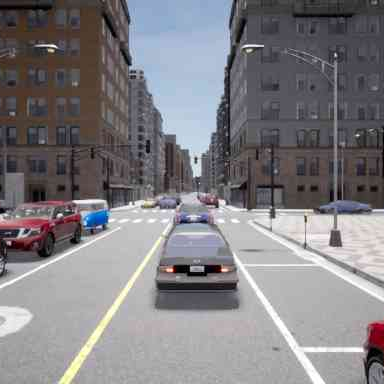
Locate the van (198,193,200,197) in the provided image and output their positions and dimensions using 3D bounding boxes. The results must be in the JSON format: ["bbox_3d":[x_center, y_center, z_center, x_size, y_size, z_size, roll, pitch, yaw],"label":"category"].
[{"bbox_3d":[2.592,1.233,62.669,1.690,1.788,3.998,0,0,0],"label":"van"}]

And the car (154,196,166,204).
[{"bbox_3d":[-5.934,1.418,62.510,1.752,1.417,4.829,0,0,0],"label":"car"}]

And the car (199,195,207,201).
[{"bbox_3d":[2.570,1.425,79.639,1.802,1.307,4.206,0,0,0],"label":"car"}]

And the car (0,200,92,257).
[{"bbox_3d":[-5.874,1.315,13.058,2.192,1.841,5.009,0,0,0],"label":"car"}]

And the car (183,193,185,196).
[{"bbox_3d":[-3.099,1.370,67.633,2.128,1.511,4.902,0,0,0],"label":"car"}]

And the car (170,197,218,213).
[{"bbox_3d":[0.071,1.350,18.468,2.097,1.767,4.553,0,0,0],"label":"car"}]

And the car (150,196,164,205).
[{"bbox_3d":[-5.927,1.433,56.855,1.752,1.417,4.829,0,0,0],"label":"car"}]

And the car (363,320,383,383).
[{"bbox_3d":[2.666,1.545,1.764,1.887,1.381,4.507,0,0,0],"label":"car"}]

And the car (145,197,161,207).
[{"bbox_3d":[-5.920,1.489,51.371,1.947,1.339,4.313,0,0,0],"label":"car"}]

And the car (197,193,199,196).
[{"bbox_3d":[2.577,1.385,74.152,1.752,1.417,4.829,0,0,0],"label":"car"}]

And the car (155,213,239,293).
[{"bbox_3d":[0.091,1.547,8.995,2.033,1.411,5.357,0,0,0],"label":"car"}]

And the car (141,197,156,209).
[{"bbox_3d":[-5.913,1.463,45.546,1.752,1.417,4.829,0,0,0],"label":"car"}]

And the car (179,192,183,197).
[{"bbox_3d":[-3.165,1.136,54.753,2.150,2.045,5.566,0,0,1],"label":"car"}]

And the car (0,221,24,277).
[{"bbox_3d":[-5.867,1.566,7.418,1.947,1.339,4.313,0,0,0],"label":"car"}]

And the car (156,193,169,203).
[{"bbox_3d":[-5.941,1.191,68.335,2.192,1.841,5.009,0,0,0],"label":"car"}]

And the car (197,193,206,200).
[{"bbox_3d":[2.556,1.123,90.951,2.192,1.841,5.009,0,0,0],"label":"car"}]

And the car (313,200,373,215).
[{"bbox_3d":[15.027,1.506,33.235,5.357,1.411,2.033,0,0,1],"label":"car"}]

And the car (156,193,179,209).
[{"bbox_3d":[-3.151,1.293,44.296,2.097,1.767,4.553,0,0,0],"label":"car"}]

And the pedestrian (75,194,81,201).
[{"bbox_3d":[-12.597,1.096,36.657,0.375,1.860,0.375,0,0,1],"label":"pedestrian"}]

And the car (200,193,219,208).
[{"bbox_3d":[2.613,1.253,45.698,2.192,1.841,5.009,0,0,0],"label":"car"}]

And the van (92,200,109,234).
[{"bbox_3d":[-5.881,1.339,18.700,1.690,1.788,3.998,0,0,0],"label":"van"}]

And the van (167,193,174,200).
[{"bbox_3d":[-5.969,1.149,90.955,1.690,1.788,3.998,0,0,0],"label":"van"}]
